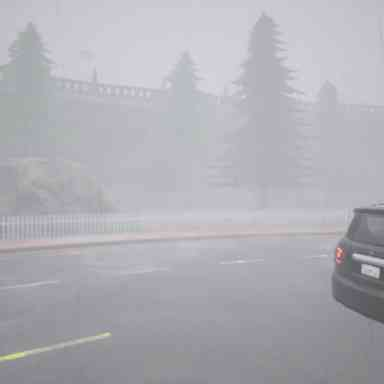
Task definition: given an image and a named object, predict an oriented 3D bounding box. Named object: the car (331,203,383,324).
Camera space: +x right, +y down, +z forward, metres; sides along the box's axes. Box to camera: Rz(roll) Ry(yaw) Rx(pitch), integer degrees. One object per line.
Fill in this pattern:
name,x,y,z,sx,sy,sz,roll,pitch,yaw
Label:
car,5.039,1.193,5.581,5.566,2.045,2.150,0,0,-20
